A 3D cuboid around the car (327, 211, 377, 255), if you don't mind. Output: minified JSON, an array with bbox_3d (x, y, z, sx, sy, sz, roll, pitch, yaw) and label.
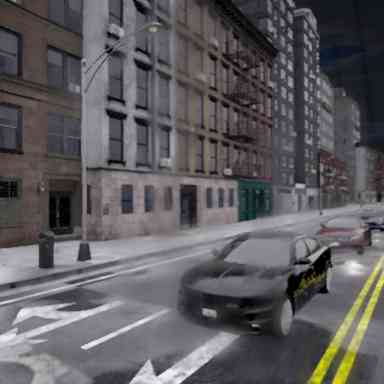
[{"bbox_3d":[6.924,1.808,14.968,1.812,1.442,4.674,-1,-1,34],"label":"car"}]

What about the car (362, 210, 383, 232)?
[{"bbox_3d":[12.866,1.974,23.750,2.033,1.411,5.357,-1,-1,35],"label":"car"}]

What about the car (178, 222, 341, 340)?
[{"bbox_3d":[1.665,1.622,7.187,1.882,1.535,5.008,-1,-1,34],"label":"car"}]
